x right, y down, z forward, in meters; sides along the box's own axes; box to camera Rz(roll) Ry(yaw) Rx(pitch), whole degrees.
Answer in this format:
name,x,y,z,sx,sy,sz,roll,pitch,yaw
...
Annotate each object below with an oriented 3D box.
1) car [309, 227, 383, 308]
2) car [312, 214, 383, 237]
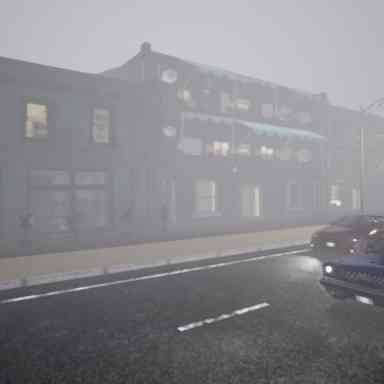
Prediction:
name,x,y,z,sx,sy,sz,roll,pitch,yaw
car,4.816,1.578,7.121,4.718,1.301,1.895,0,0,-35
car,6.174,1.529,12.080,4.181,1.385,1.994,0,0,-35
